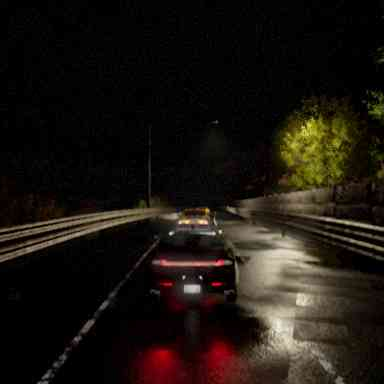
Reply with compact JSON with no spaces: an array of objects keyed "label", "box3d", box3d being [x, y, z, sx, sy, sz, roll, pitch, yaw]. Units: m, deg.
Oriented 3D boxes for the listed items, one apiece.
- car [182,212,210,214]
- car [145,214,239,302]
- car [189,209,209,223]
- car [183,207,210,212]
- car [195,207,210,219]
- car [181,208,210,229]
[{"label":"car","box3d":[0.062,1.740,14.522,1.895,1.301,4.718,0,-1,1]},{"label":"car","box3d":[0.012,1.523,8.293,2.128,1.511,4.902,0,-1,0]},{"label":"car","box3d":[0.808,2.481,34.936,1.895,1.301,4.718,0,-2,3]},{"label":"car","box3d":[0.167,1.786,20.392,1.882,1.535,5.008,0,-2,1]},{"label":"car","box3d":[1.459,2.789,45.555,1.882,1.535,5.008,0,-3,4]},{"label":"car","box3d":[0.357,2.046,26.889,2.128,1.511,4.902,0,-2,2]}]
